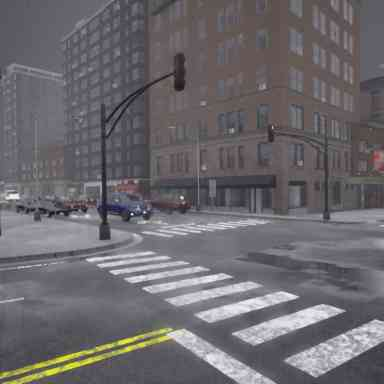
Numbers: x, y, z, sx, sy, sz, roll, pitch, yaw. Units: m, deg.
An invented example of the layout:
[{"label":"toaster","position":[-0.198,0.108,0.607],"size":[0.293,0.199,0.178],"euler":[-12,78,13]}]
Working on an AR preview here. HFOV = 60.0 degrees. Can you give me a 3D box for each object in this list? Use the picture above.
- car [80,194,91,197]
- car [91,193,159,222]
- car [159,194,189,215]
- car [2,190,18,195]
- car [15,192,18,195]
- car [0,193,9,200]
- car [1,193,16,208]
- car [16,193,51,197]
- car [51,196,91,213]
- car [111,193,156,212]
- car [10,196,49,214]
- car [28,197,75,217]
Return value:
[{"label":"car","position":[-13.889,1.085,43.046],"size":[1.967,1.590,4.097],"euler":[0,1,-44]},{"label":"car","position":[-5.315,1.090,25.857],"size":[2.150,2.045,5.566],"euler":[-1,1,-44]},{"label":"car","position":[-2.407,1.088,31.163],"size":[2.192,1.841,5.009],"euler":[0,1,-44]},{"label":"car","position":[-31.873,0.712,57.945],"size":[2.150,2.045,5.566],"euler":[-1,1,-44]},{"label":"car","position":[-29.199,1.045,58.889],"size":[1.802,1.307,4.206],"euler":[0,1,-44]},{"label":"car","position":[-40.680,0.886,70.770],"size":[1.947,1.339,4.313],"euler":[0,1,-44]},{"label":"car","position":[-23.722,1.248,40.953],"size":[1.752,1.417,4.829],"euler":[0,1,-44]},{"label":"car","position":[-19.343,1.216,40.398],"size":[1.837,1.490,4.892],"euler":[-1,1,-44]},{"label":"car","position":[-12.076,1.395,32.858],"size":[1.895,1.301,4.718],"euler":[-1,1,-44]},{"label":"car","position":[-6.234,1.046,35.124],"size":[2.192,1.841,5.009],"euler":[0,1,-44]},{"label":"car","position":[-16.187,1.375,33.157],"size":[1.947,1.339,4.313],"euler":[0,1,-44]},{"label":"car","position":[-12.361,1.418,29.197],"size":[1.947,1.339,4.313],"euler":[0,1,-44]}]
